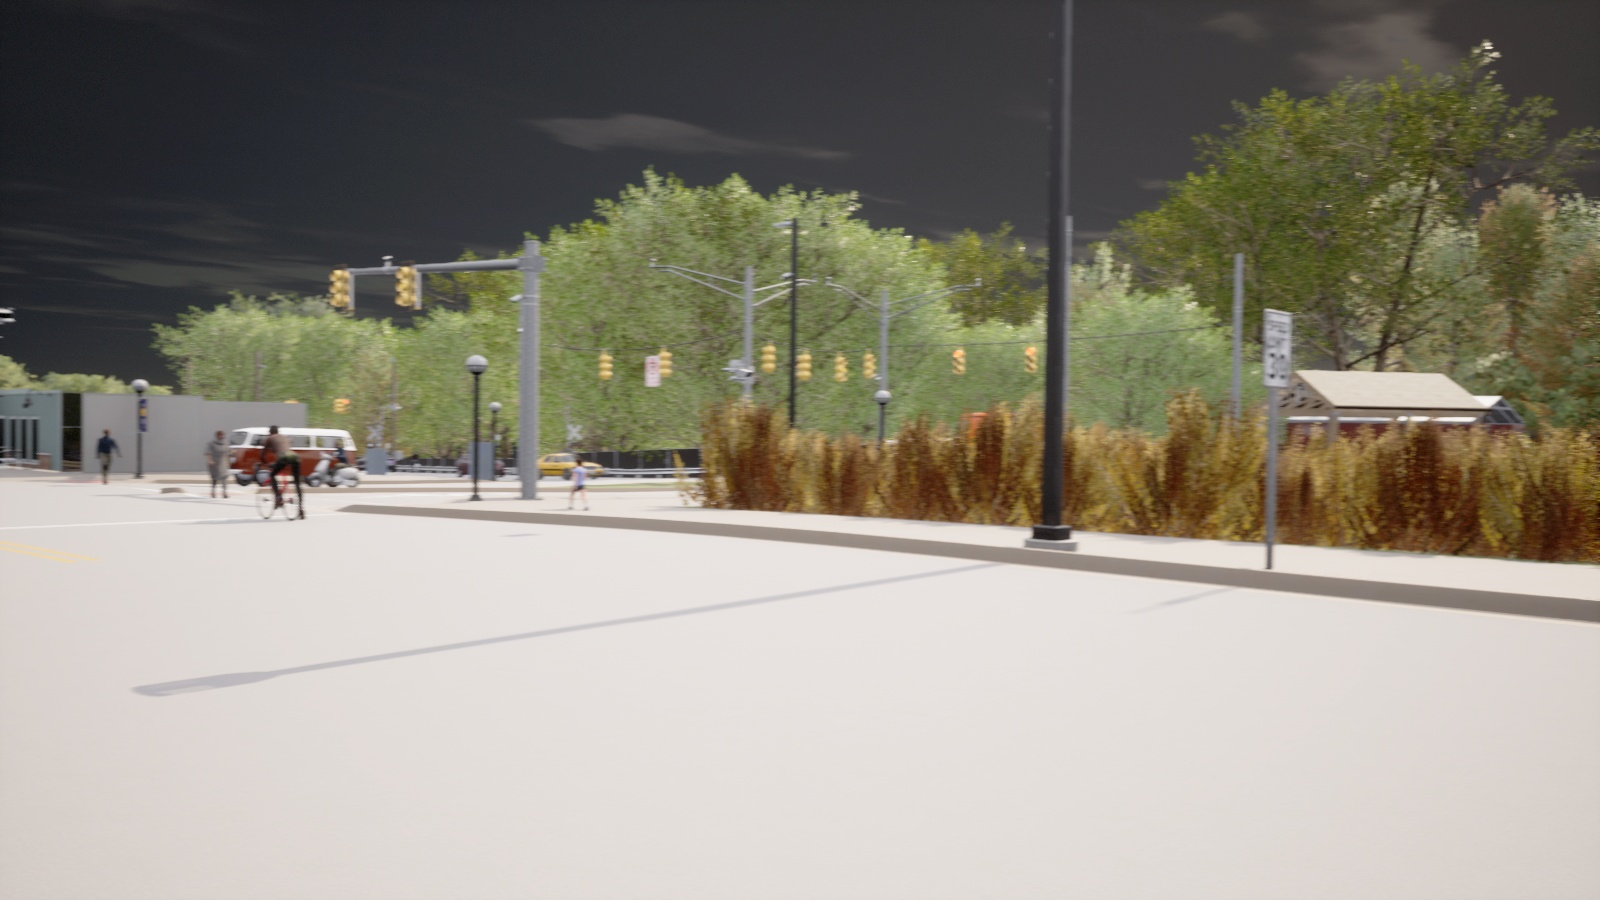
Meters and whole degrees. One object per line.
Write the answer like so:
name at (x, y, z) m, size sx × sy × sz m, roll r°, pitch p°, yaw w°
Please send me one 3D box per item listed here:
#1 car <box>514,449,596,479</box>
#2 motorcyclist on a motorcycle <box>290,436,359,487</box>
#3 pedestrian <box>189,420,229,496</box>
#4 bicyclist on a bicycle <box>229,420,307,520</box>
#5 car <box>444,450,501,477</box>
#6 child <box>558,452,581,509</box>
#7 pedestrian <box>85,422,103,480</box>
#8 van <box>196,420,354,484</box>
car at (-13.292, 0.723, 67.968) m, size 1.801 × 1.575 × 5.366 m, roll -1°, pitch 0°, yaw -42°
motorcyclist on a motorcycle at (-15.276, 0.373, 40.389) m, size 0.866 × 1.590 × 1.817 m, roll 1°, pitch -1°, yaw 38°
pedestrian at (-15.403, 0.201, 32.723) m, size 0.659 × 1.952 × 0.873 m, roll 0°, pitch 2°, yaw -45°
bicyclist on a bicycle at (-9.023, 0.330, 21.272) m, size 1.656 × 1.620 × 0.582 m, roll -1°, pitch 0°, yaw 43°
car at (-19.565, 0.797, 74.918) m, size 1.845 × 1.501 × 3.633 m, roll -1°, pitch 1°, yaw -41°
child at (-4.635, 0.611, 25.228) m, size 0.255 × 1.110 × 0.394 m, roll 0°, pitch 2°, yaw -44°
pedestrian at (-22.414, 0.026, 39.862) m, size 0.370 × 1.835 × 0.726 m, roll 0°, pitch 2°, yaw -36°
van at (-17.966, 0.113, 43.125) m, size 2.069 × 2.038 × 4.480 m, roll 0°, pitch -2°, yaw 42°
